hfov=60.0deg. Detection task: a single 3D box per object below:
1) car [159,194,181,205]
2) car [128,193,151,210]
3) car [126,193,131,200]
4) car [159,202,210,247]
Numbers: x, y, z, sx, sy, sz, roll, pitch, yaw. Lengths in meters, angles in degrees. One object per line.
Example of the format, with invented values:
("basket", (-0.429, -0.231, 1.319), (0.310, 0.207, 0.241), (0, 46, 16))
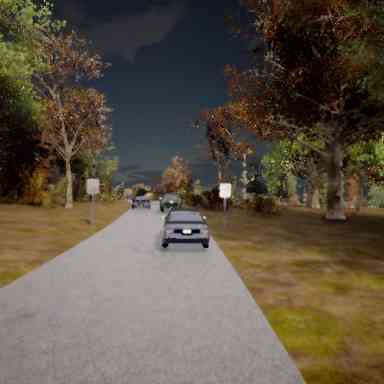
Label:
("car", (-2.254, 0.989, 34.316), (2.097, 1.767, 4.553), (1, 0, -8))
("car", (-5.293, 1.133, 34.845), (1.994, 1.385, 4.181), (1, 0, -8))
("car", (-13.787, 1.027, 75.009), (1.837, 1.490, 4.892), (2, -1, -15))
("car", (-0.322, 1.407, 14.301), (2.033, 1.411, 5.357), (1, 1, -3))
